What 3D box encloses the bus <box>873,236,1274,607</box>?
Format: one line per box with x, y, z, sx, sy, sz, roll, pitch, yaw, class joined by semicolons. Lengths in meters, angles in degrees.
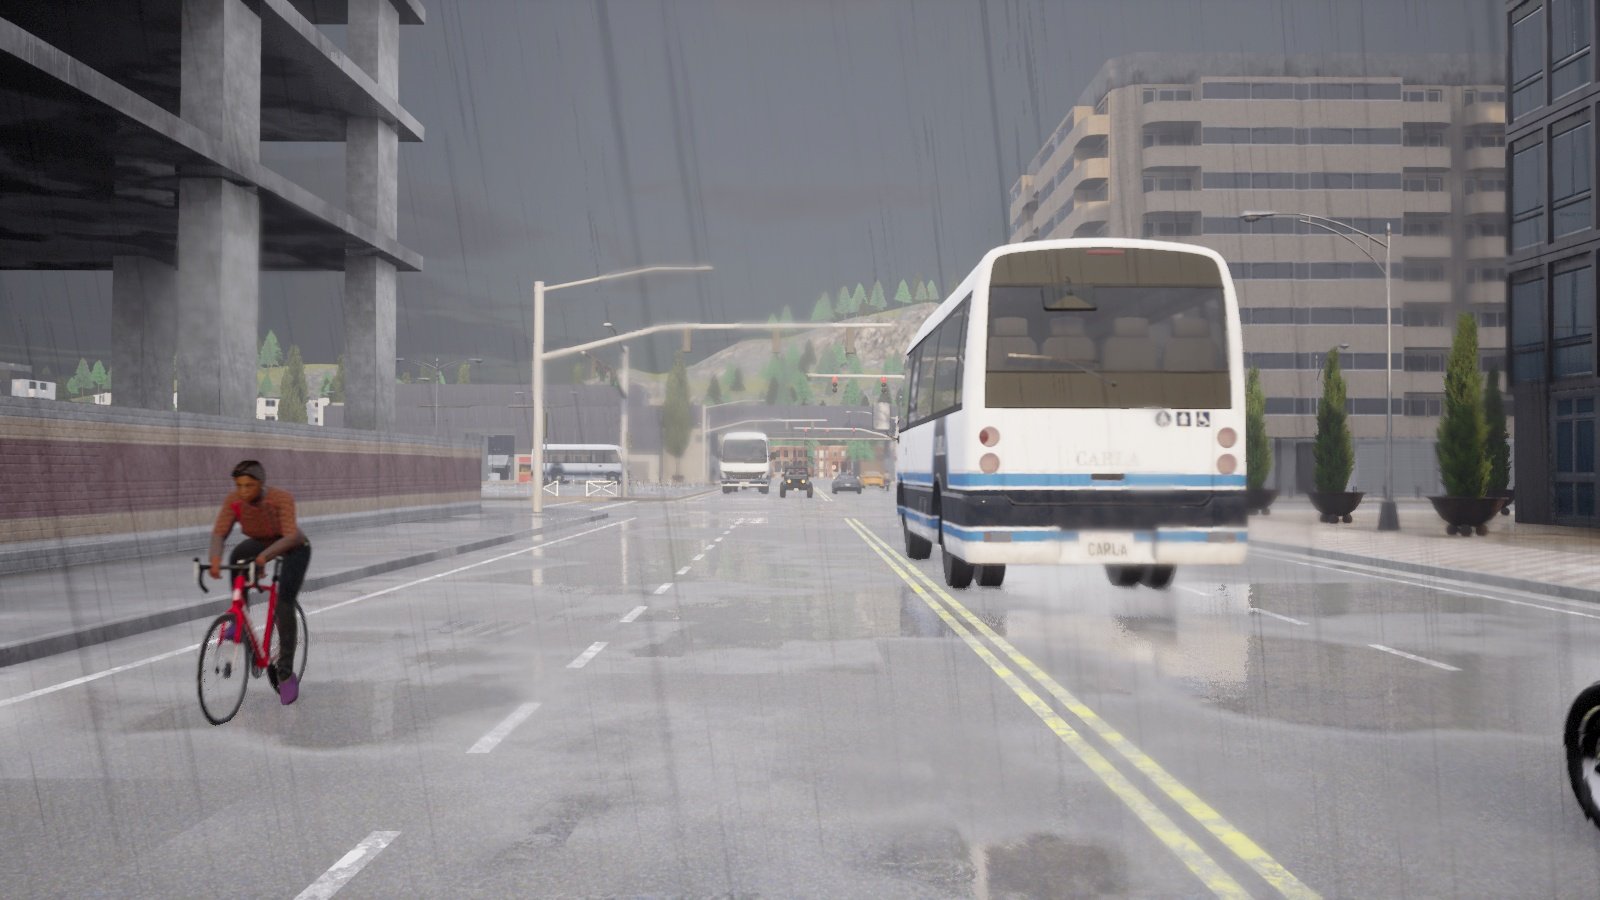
3.440;-0.248;19.574;3.944;4.253;10.273;0;-1;0;bus

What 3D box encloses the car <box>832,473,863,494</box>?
3.260;2.334;87.696;1.994;1.385;4.181;0;-1;0;car

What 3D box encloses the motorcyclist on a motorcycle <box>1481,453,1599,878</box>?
3.487;0.827;4.524;0.766;1.649;2.350;0;-1;0;motorcyclist on a motorcycle

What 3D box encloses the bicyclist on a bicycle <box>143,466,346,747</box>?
-3.523;0.918;8.114;0.582;1.620;1.656;0;-1;0;bicyclist on a bicycle

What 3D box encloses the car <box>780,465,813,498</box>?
-0.204;1.853;74.108;1.905;1.878;3.866;0;-1;0;car

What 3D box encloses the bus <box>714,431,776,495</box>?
-3.748;0.941;88.807;3.944;4.253;10.273;0;-1;0;bus
